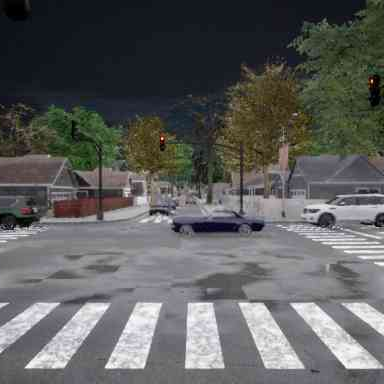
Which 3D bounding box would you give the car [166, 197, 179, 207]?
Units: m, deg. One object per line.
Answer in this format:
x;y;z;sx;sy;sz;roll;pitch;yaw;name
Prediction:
-3.032;1.568;53.018;1.812;1.442;4.674;0;0;0;car

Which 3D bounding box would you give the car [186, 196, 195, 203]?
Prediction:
-0.321;1.574;73.379;1.837;1.490;4.892;0;0;0;car

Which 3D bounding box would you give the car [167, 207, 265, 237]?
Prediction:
1.267;1.596;17.270;4.718;1.301;1.895;0;0;0;car

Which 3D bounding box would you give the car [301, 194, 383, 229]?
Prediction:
9.740;1.153;20.612;5.566;2.045;2.150;0;0;3;car

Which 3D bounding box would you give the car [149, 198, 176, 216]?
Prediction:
-3.032;1.567;32.879;2.033;1.411;5.357;0;0;0;car

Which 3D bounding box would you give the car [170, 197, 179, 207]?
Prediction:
-3.013;1.594;42.768;1.994;1.385;4.181;0;0;0;car

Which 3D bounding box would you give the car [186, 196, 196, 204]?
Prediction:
-0.205;1.621;63.153;1.994;1.385;4.181;0;0;0;car

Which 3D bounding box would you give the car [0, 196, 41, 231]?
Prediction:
-12.315;1.284;20.531;5.566;2.045;2.150;0;0;0;car
